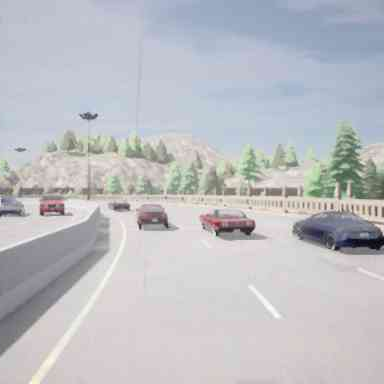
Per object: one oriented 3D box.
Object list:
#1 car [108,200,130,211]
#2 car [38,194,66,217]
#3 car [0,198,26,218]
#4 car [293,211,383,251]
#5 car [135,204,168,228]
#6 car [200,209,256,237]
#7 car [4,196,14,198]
[{"bbox_3d":[-8.760,1.547,39.522,1.895,1.301,4.718,0,0,-24],"label":"car"},{"bbox_3d":[-13.431,1.211,32.079,2.150,2.045,5.566,0,0,-22],"label":"car"},{"bbox_3d":[-16.849,1.558,31.327,2.033,1.411,5.357,0,0,-22],"label":"car"},{"bbox_3d":[5.857,1.490,13.836,1.994,1.385,4.181,0,0,-8],"label":"car"},{"bbox_3d":[-2.653,1.470,21.480,1.812,1.442,4.674,0,0,-13],"label":"car"},{"bbox_3d":[1.709,1.534,17.823,1.895,1.301,4.718,0,0,-10],"label":"car"},{"bbox_3d":[-36.242,1.610,66.082,5.008,1.535,1.882,-1,0,45],"label":"car"}]
